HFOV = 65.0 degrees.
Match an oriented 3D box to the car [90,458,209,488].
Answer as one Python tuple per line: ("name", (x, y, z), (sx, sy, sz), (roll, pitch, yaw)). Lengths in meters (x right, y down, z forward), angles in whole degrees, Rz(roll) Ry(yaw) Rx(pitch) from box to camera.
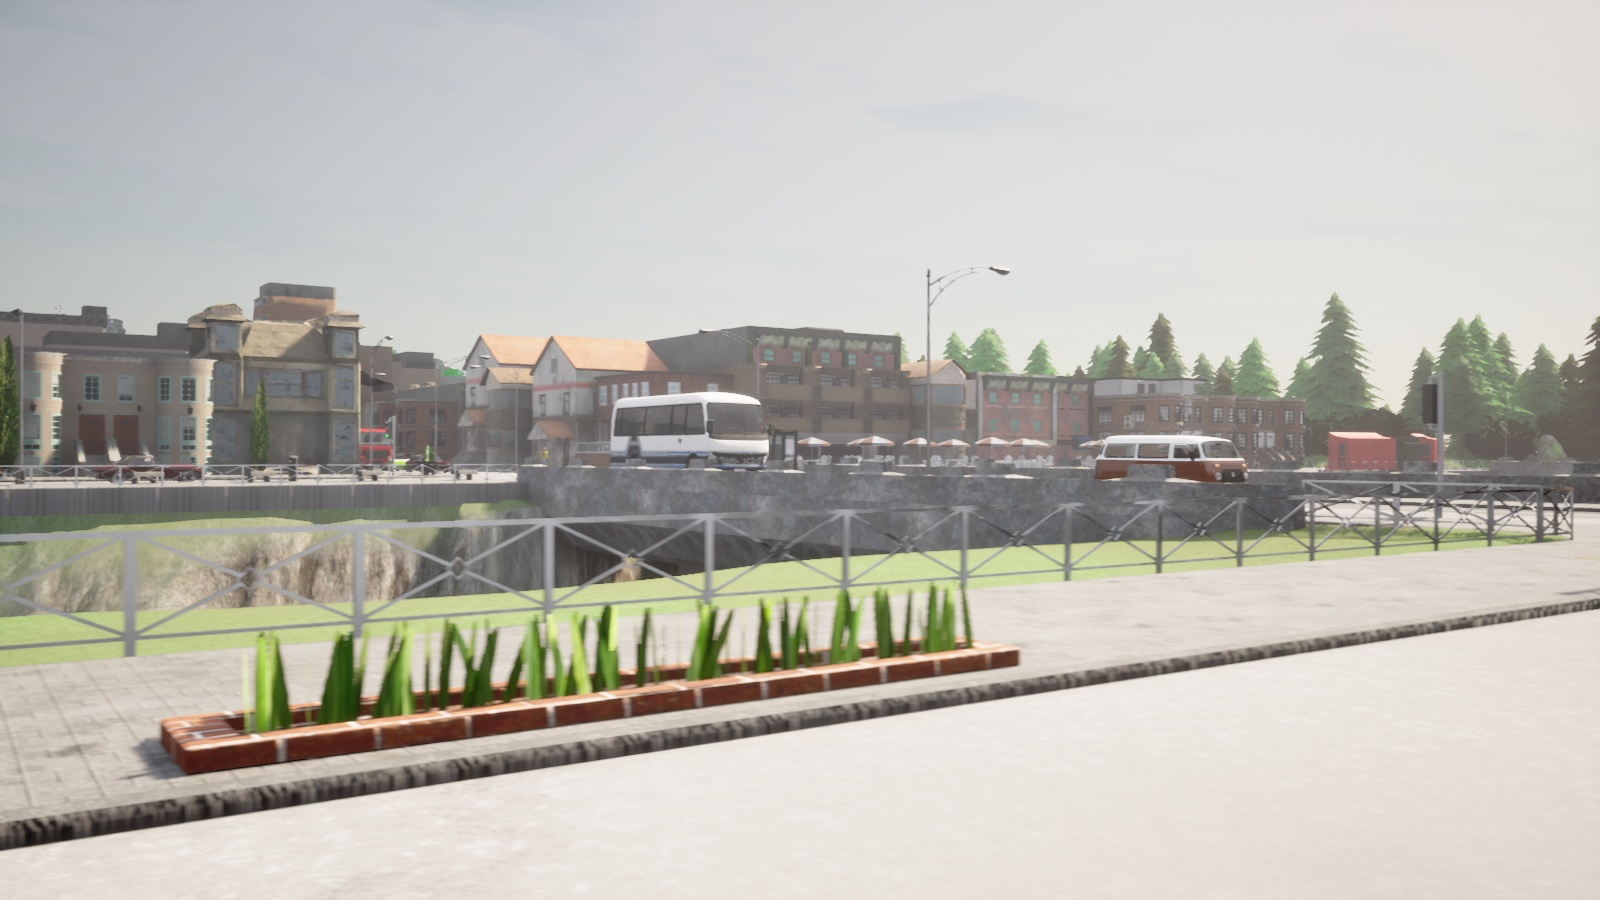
("car", (-30.241, 1.052, 58.419), (4.718, 1.301, 1.895), (0, 0, -35))

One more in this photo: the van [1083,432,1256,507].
("van", (10.573, 0.535, 36.221), (2.069, 2.038, 4.480), (0, 0, -35))

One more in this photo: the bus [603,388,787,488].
("bus", (-5.108, -0.477, 58.572), (3.944, 4.253, 10.273), (1, -1, -34))

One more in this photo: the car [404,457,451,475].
("car", (-26.616, 1.121, 89.607), (1.895, 1.301, 4.718), (0, 0, -34))
